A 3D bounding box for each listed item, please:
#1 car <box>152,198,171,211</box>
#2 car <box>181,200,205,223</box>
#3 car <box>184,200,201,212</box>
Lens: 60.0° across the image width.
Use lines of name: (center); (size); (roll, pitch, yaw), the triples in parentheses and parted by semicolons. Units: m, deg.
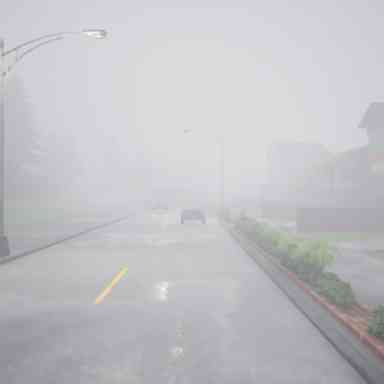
car: (-4.045, 1.535, 44.653); (2.097, 1.767, 4.553); (0, 0, 0)
car: (0.080, 1.635, 26.324); (1.812, 1.442, 4.674); (0, 0, 0)
car: (0.073, 1.725, 42.953); (2.033, 1.411, 5.357); (0, 0, 0)
